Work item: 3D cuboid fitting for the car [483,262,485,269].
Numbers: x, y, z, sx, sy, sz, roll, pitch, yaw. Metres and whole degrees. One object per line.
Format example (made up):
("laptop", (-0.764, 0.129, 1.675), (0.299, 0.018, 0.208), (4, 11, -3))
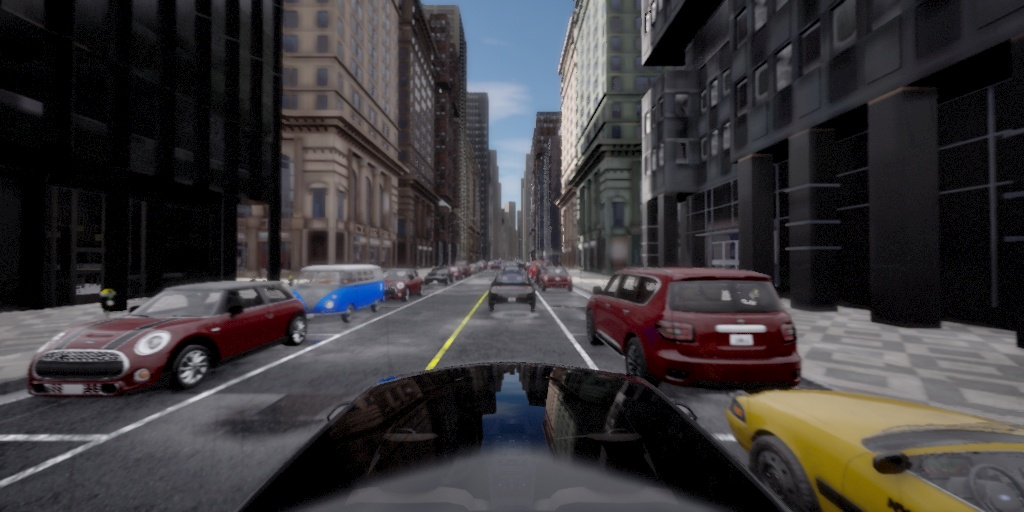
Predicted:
("car", (-5.794, 1.877, 57.109), (1.948, 1.339, 4.313), (0, 0, 0))

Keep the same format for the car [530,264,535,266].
("car", (2.748, 1.593, 29.109), (1.948, 1.339, 4.313), (0, 0, 0))

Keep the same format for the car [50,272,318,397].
("car", (-5.765, 1.240, 6.696), (1.967, 1.591, 4.097), (0, 0, 0))

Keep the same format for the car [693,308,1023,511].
("car", (2.764, 1.269, 1.270), (1.751, 1.417, 4.829), (0, 0, 0))

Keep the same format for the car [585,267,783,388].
("car", (2.761, 1.115, 6.702), (2.192, 1.841, 5.009), (0, 0, 0))

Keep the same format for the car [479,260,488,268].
("car", (-5.797, 1.809, 62.710), (1.967, 1.591, 4.097), (0, 0, 0))

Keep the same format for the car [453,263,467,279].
("car", (-5.781, 1.665, 34.702), (1.802, 1.307, 4.207), (0, 0, 0))

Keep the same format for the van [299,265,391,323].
("van", (-5.768, 1.197, 12.297), (1.690, 1.789, 3.998), (0, 0, 0))

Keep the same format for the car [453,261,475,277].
("car", (-5.784, 1.455, 40.304), (2.192, 1.841, 5.009), (0, 0, 0))

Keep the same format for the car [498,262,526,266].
("car", (0.005, 1.547, 30.355), (1.837, 1.490, 4.892), (0, 0, 0))

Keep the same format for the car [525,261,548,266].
("car", (2.745, 1.399, 34.711), (2.192, 1.841, 5.009), (0, 0, 0))

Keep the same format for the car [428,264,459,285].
("car", (-5.777, 1.592, 29.101), (1.948, 1.339, 4.313), (0, 0, 0))

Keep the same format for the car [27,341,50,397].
("car", (-5.761, 1.058, 1.093), (2.192, 1.841, 5.009), (0, 0, 0))

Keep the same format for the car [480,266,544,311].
("car", (0.013, 1.380, 15.353), (2.128, 1.511, 4.902), (0, 0, 0))

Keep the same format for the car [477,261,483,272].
("car", (-5.791, 1.805, 51.507), (2.007, 1.370, 4.403), (0, 0, 0))

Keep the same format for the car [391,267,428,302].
("car", (-5.771, 1.353, 17.898), (1.967, 1.591, 4.097), (0, 0, 0))

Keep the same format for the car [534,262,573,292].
("car", (2.751, 1.410, 23.508), (1.967, 1.591, 4.097), (0, 0, 0))

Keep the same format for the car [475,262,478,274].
("car", (-5.787, 1.723, 45.736), (1.751, 1.417, 4.829), (0, 0, 0))
